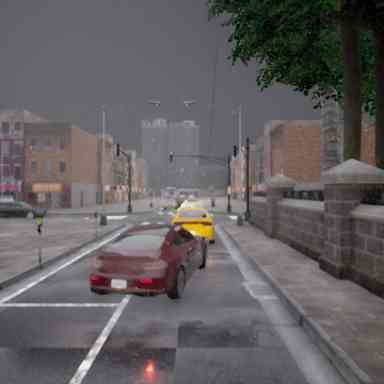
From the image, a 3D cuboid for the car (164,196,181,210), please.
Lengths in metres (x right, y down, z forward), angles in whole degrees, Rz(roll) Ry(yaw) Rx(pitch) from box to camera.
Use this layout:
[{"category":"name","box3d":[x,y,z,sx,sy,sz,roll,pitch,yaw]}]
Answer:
[{"category":"car","box3d":[-2.651,1.517,42.158,1.752,1.417,4.829,0,0,0]}]

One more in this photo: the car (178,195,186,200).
[{"category":"car","box3d":[-2.664,1.551,91.397,2.008,1.369,4.403,0,0,0]}]

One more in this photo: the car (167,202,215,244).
[{"category":"car","box3d":[0.042,1.472,15.852,1.882,1.535,5.008,0,0,0]}]

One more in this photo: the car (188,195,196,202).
[{"category":"car","box3d":[-0.020,1.585,73.328,1.895,1.301,4.718,0,0,0]}]

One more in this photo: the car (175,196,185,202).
[{"category":"car","box3d":[-2.660,1.547,75.041,2.008,1.369,4.403,0,0,0]}]

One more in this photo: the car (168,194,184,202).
[{"category":"car","box3d":[-2.653,1.307,47.780,2.192,1.841,5.009,0,0,0]}]

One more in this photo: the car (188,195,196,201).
[{"category":"car","box3d":[-0.022,1.401,83.303,1.994,1.385,4.181,0,0,0]}]

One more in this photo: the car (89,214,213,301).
[{"category":"car","box3d":[-0.829,1.523,8.351,1.812,1.442,4.674,0,0,13]}]

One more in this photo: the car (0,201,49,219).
[{"category":"car","box3d":[-14.445,1.514,27.629,4.892,1.490,1.837,0,0,0]}]
